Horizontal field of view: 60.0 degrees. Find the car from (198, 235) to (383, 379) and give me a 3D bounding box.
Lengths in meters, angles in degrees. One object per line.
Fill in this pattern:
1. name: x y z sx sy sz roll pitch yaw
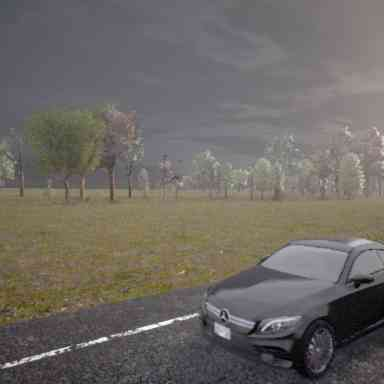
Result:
1. car: 2.281 1.526 5.630 4.674 1.442 1.812 0 0 -36
